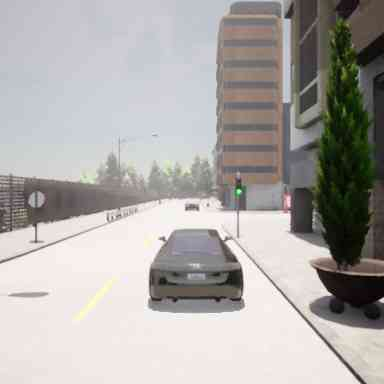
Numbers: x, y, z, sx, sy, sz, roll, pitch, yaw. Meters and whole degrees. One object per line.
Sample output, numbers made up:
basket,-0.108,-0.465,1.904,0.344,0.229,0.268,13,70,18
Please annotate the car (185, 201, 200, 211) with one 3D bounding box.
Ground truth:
car,0.014,1.776,43.756,1.895,1.301,4.718,0,0,-1

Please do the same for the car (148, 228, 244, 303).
car,0.080,1.598,8.376,1.994,1.385,4.181,0,0,0
